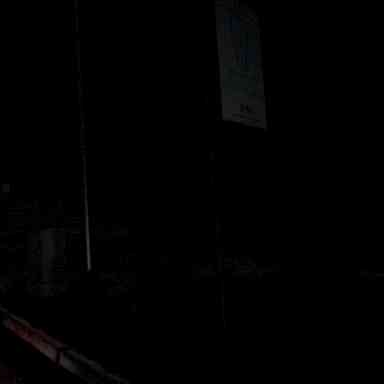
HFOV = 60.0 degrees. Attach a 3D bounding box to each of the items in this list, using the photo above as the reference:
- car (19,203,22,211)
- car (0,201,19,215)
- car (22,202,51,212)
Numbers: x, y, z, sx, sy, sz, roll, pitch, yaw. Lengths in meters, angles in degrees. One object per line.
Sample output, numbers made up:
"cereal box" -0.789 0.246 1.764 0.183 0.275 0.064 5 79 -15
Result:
"car" -26.672 2.399 53.558 1.882 1.535 5.008 -4 -1 5
"car" -23.180 1.881 39.830 2.097 1.767 4.553 -3 0 -5
"car" -23.520 2.231 51.210 1.994 1.385 4.181 -4 -1 7
